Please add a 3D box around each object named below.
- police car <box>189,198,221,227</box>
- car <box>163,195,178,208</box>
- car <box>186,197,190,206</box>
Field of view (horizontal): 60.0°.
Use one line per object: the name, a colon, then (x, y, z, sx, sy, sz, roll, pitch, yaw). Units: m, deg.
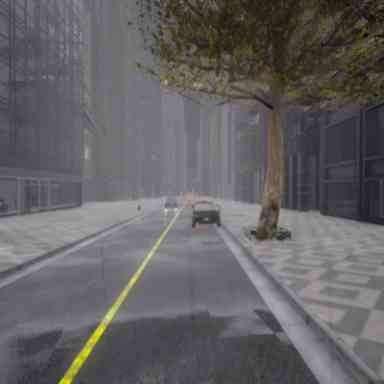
police car: (0.910, 1.460, 23.044, 1.930, 1.638, 5.238, 0, 0, 0)
car: (-3.055, 1.622, 49.882, 1.837, 1.490, 4.892, 0, 0, 0)
car: (0.024, 1.629, 59.061, 1.882, 1.535, 5.008, 0, 0, 0)
